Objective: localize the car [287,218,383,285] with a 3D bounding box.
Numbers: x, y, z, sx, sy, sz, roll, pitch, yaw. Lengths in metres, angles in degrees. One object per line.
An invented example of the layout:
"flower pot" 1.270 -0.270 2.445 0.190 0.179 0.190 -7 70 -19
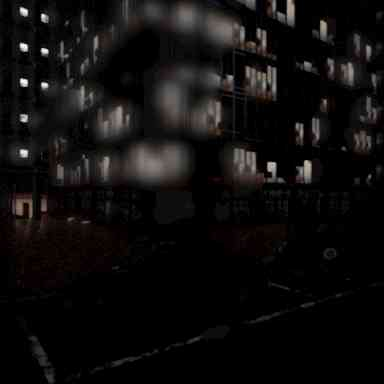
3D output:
"car" 4.285 1.524 9.624 4.097 1.590 1.967 1 -1 -35

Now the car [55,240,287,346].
"car" -0.344 1.613 6.323 4.206 1.307 1.802 1 -1 -35
